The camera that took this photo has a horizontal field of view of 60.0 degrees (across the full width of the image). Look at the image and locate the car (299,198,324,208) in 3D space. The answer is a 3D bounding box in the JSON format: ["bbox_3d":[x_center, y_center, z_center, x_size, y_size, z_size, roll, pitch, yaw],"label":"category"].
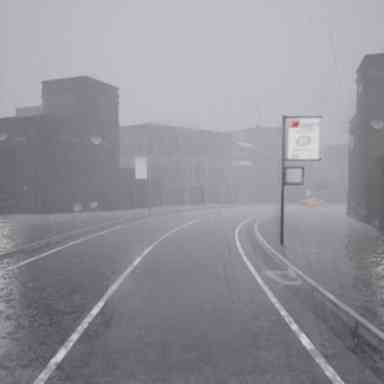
[{"bbox_3d":[19.487,1.681,54.199,5.008,1.535,1.882,2,3,-34],"label":"car"}]
